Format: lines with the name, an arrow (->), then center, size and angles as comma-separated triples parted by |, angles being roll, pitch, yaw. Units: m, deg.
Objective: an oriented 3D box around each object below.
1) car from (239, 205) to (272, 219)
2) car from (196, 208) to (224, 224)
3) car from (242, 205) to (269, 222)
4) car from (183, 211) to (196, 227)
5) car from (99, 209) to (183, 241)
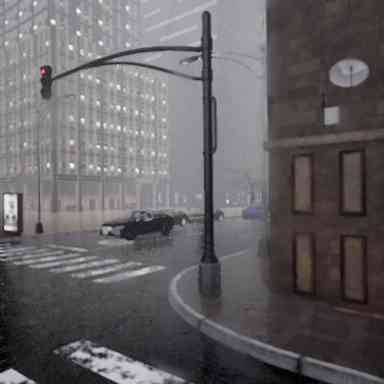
car -> 7.325, 2.215, 37.967 | 1.887, 1.381, 4.507 | -2, -2, 35
car -> 1.237, 2.072, 29.498 | 2.008, 1.369, 4.403 | -2, -2, 35
car -> 6.756, 2.040, 32.534 | 1.882, 1.535, 5.008 | -1, -1, 35
car -> -1.993, 1.993, 24.962 | 2.008, 1.369, 4.403 | -2, -2, 35
car -> -2.990, 1.811, 18.823 | 2.128, 1.511, 4.902 | -1, -1, 35
